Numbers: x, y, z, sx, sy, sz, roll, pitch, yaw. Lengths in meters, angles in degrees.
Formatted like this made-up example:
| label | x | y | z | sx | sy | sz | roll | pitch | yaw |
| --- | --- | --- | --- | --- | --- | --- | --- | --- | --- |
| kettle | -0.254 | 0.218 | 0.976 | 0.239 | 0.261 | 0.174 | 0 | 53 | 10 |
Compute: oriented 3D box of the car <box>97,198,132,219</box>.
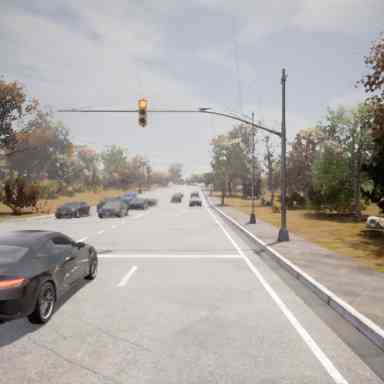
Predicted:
| label | x | y | z | sx | sy | sz | roll | pitch | yaw |
| --- | --- | --- | --- | --- | --- | --- | --- | --- | --- |
| car | -6.869 | 1.526 | 29.410 | 1.812 | 1.442 | 4.674 | 0 | 0 | 1 |

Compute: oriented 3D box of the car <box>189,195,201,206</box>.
| label | x | y | z | sx | sy | sz | roll | pitch | yaw |
| --- | --- | --- | --- | --- | --- | --- | --- | --- | --- |
| car | 0.549 | 1.546 | 53.190 | 1.895 | 1.301 | 4.718 | 0 | 1 | 1 |

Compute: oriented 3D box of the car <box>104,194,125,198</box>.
| label | x | y | z | sx | sy | sz | roll | pitch | yaw |
| --- | --- | --- | --- | --- | --- | --- | --- | --- | --- |
| car | -10.254 | 1.351 | 41.425 | 2.097 | 1.767 | 4.553 | 0 | 0 | 1 |

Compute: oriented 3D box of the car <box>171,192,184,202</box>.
| label | x | y | z | sx | sy | sz | roll | pitch | yaw |
| --- | --- | --- | --- | --- | --- | --- | --- | --- | --- |
| car | -2.864 | 1.085 | 62.718 | 1.837 | 1.490 | 4.892 | 0 | 3 | 1 |

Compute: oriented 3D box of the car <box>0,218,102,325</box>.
| label | x | y | z | sx | sy | sz | roll | pitch | yaw |
| --- | --- | --- | --- | --- | --- | --- | --- | --- | --- |
| car | -3.400 | 1.526 | 7.007 | 1.812 | 1.442 | 4.674 | 0 | 0 | -1 |

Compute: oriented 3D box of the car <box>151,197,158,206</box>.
| label | x | y | z | sx | sy | sz | roll | pitch | yaw |
| --- | --- | --- | --- | --- | --- | --- | --- | --- | --- |
| car | -6.633 | 1.537 | 53.532 | 1.895 | 1.301 | 4.718 | 0 | 1 | 1 |

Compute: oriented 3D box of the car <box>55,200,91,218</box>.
| label | x | y | z | sx | sy | sz | roll | pitch | yaw |
| --- | --- | --- | --- | --- | --- | --- | --- | --- | --- |
| car | -10.370 | 1.505 | 29.276 | 1.837 | 1.490 | 4.892 | 0 | 0 | 1 |

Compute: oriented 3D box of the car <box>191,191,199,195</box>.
| label | x | y | z | sx | sy | sz | roll | pitch | yaw |
| --- | --- | --- | --- | --- | --- | --- | --- | --- | --- |
| car | 0.654 | 0.493 | 74.498 | 1.812 | 1.442 | 4.674 | 0 | 3 | 1 |

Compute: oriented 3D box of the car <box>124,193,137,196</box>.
| label | x | y | z | sx | sy | sz | roll | pitch | yaw |
| --- | --- | --- | --- | --- | --- | --- | --- | --- | --- |
| car | -10.131 | 1.159 | 53.556 | 2.150 | 2.045 | 5.566 | 0 | 1 | 1 |

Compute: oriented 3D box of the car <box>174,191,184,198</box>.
| label | x | y | z | sx | sy | sz | roll | pitch | yaw |
| --- | --- | --- | --- | --- | --- | --- | --- | --- | --- |
| car | -2.853 | 0.587 | 74.082 | 1.895 | 1.301 | 4.718 | 0 | 3 | 1 |

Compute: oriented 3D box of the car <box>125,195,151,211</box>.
| label | x | y | z | sx | sy | sz | roll | pitch | yaw |
| --- | --- | --- | --- | --- | --- | --- | --- | --- | --- |
| car | -6.748 | 1.477 | 42.007 | 1.882 | 1.535 | 5.008 | 0 | 0 | 1 |
